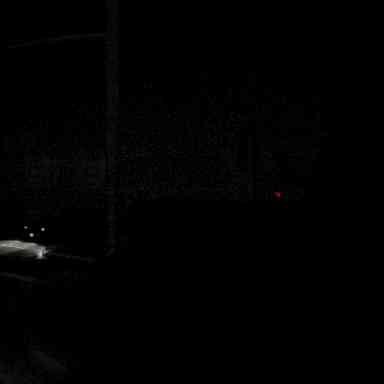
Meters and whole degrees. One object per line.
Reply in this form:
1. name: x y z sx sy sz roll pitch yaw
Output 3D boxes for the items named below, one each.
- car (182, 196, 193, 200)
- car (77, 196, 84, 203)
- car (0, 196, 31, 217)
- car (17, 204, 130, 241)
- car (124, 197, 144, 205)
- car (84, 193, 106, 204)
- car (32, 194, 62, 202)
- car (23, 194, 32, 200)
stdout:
1. car: -1.063 1.383 48.331 1.845 1.501 3.633 0 0 35
2. car: -18.774 1.094 60.505 1.905 1.878 3.866 0 0 35
3. car: -16.077 1.349 27.062 2.007 1.523 4.514 0 0 35
4. car: -5.740 1.553 17.215 2.033 1.411 5.357 0 0 35
5. car: -7.779 1.395 43.989 1.970 1.475 3.806 0 0 35
6. car: -16.163 1.114 59.165 1.932 1.855 4.605 0 0 35
7. car: -29.224 1.175 67.887 2.152 1.636 5.027 0 0 35
8. car: -34.652 1.256 71.325 1.970 1.475 3.806 0 0 35
